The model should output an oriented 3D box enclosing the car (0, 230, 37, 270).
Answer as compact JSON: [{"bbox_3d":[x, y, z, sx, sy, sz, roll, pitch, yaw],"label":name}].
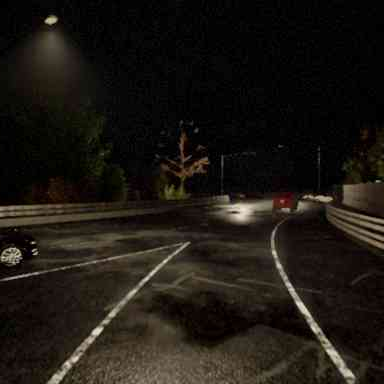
[{"bbox_3d":[-6.756,1.460,8.879,1.837,1.490,4.892,1,1,40],"label":"car"}]

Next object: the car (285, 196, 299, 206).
[{"bbox_3d":[15.802,1.400,52.727,1.895,1.301,4.718,0,0,15],"label":"car"}]

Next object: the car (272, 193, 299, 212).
[{"bbox_3d":[10.344,1.080,36.806,2.150,2.045,5.566,0,0,23],"label":"car"}]

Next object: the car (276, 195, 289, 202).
[{"bbox_3d":[18.898,1.297,69.487,1.994,1.385,4.181,0,0,5],"label":"car"}]
